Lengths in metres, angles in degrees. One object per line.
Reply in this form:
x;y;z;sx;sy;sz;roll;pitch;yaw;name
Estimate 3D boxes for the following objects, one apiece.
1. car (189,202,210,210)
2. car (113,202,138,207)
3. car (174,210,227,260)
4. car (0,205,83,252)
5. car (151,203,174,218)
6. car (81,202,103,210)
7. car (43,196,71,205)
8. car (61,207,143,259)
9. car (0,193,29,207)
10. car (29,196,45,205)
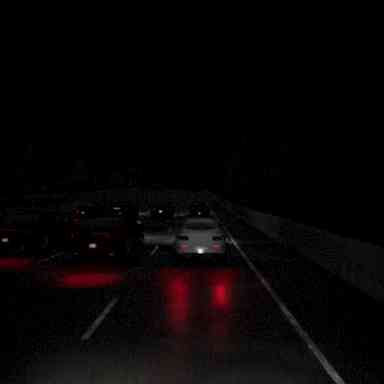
0.697;1.694;31.851;2.128;1.511;4.902;0;0;1;car
-6.307;1.648;31.701;2.128;1.511;4.902;0;0;1;car
0.320;1.663;12.964;1.812;1.442;4.674;0;0;1;car
-6.645;1.578;14.404;1.882;1.535;5.008;0;0;1;car
-2.798;1.742;32.176;1.994;1.385;4.181;0;0;1;car
-9.800;1.657;32.348;1.812;1.442;4.674;0;0;1;car
-20.102;1.573;50.256;1.895;1.301;4.718;0;1;2;car
-3.167;1.593;13.235;1.882;1.535;5.008;0;0;1;car
-27.113;1.155;49.502;2.150;2.045;5.566;0;1;2;car
-23.574;1.428;51.704;2.128;1.511;4.902;0;1;2;car
